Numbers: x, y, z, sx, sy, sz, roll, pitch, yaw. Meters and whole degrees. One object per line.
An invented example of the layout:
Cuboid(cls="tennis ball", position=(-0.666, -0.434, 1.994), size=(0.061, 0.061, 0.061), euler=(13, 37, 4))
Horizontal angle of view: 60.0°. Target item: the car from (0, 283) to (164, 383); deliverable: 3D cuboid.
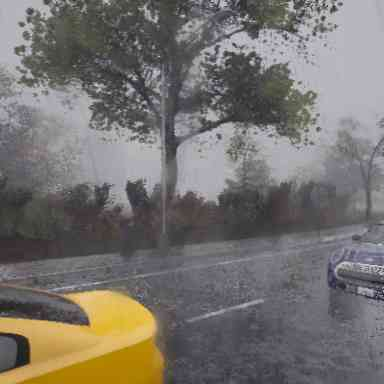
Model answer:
Cuboid(cls="car", position=(-2.581, 1.497, 2.212), size=(5.008, 1.535, 1.882), euler=(1, -1, -36))

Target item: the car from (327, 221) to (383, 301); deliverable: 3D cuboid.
Cuboid(cls="car", position=(5.327, 1.515, 8.361), size=(4.553, 1.767, 2.097), euler=(1, -1, -40))
